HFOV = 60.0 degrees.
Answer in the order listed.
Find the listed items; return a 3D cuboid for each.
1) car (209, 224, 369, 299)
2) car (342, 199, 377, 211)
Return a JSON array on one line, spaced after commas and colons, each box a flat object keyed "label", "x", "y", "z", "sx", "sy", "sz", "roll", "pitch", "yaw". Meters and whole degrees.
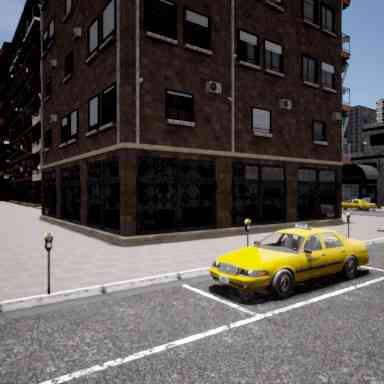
[{"label": "car", "x": 2.638, "y": 1.525, "z": 8.454, "sx": 4.829, "sy": 1.417, "sz": 1.752, "roll": 0, "pitch": 0, "yaw": -36}, {"label": "car", "x": 19.289, "y": 1.469, "z": 39.688, "sx": 1.752, "sy": 1.417, "sz": 4.829, "roll": 0, "pitch": 0, "yaw": -35}]
